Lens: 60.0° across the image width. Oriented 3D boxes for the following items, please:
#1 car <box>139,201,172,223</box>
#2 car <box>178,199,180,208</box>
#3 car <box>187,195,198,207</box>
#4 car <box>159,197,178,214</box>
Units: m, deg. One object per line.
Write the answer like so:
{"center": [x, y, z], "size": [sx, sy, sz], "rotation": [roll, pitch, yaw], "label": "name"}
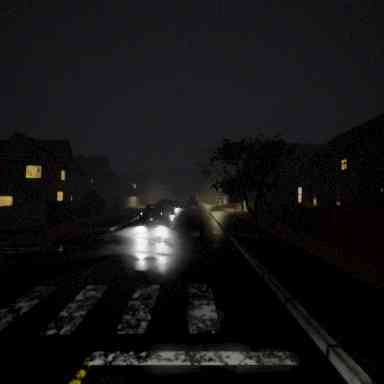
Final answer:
{"center": [-2.857, 1.623, 25.622], "size": [1.895, 1.301, 4.718], "rotation": [0, 0, 0], "label": "car"}
{"center": [-2.839, 1.590, 51.077], "size": [2.128, 1.511, 4.902], "rotation": [0, 0, 0], "label": "car"}
{"center": [0.081, 1.619, 54.887], "size": [1.837, 1.490, 4.892], "rotation": [0, 0, 0], "label": "car"}
{"center": [-2.859, 1.523, 36.240], "size": [1.882, 1.535, 5.008], "rotation": [0, 0, 0], "label": "car"}
